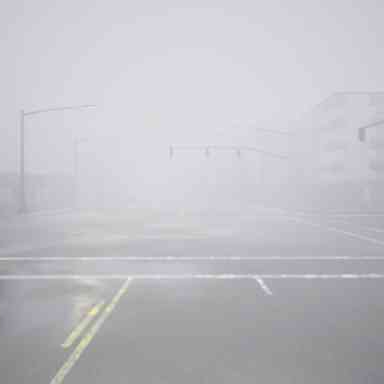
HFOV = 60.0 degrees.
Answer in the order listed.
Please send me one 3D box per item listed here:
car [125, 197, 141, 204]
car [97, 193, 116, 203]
[{"bbox_3d":[-11.218,1.543,63.187,1.895,1.301,4.718,0,0,-26],"label":"car"},{"bbox_3d":[-17.055,1.145,66.333,2.150,2.045,5.566,0,0,-35],"label":"car"}]
